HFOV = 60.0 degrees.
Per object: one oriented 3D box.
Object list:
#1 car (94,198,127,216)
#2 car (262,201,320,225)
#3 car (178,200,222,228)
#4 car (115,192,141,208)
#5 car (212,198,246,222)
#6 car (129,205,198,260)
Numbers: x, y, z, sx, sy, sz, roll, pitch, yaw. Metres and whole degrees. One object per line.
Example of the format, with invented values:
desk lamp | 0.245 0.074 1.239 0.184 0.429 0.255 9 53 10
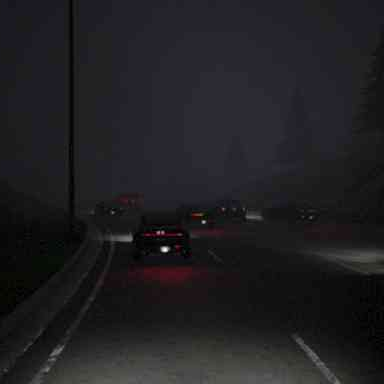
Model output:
car | -7.707 1.468 30.471 1.895 1.301 4.718 0 0 -25
car | 6.664 1.376 22.993 2.128 1.511 4.902 0 0 -18
car | -0.075 1.409 20.957 1.837 1.490 4.892 0 1 -18
car | -7.472 1.055 38.084 2.150 2.045 5.566 0 1 -25
car | 2.204 1.232 25.083 2.097 1.767 4.553 0 0 -20
car | -1.261 1.449 12.308 1.837 1.490 4.892 0 0 -11
